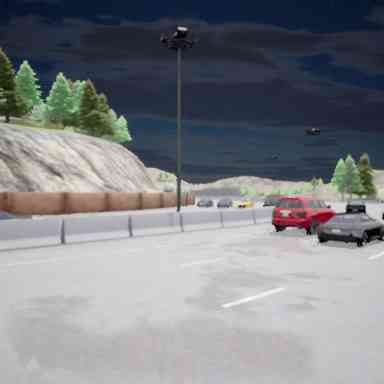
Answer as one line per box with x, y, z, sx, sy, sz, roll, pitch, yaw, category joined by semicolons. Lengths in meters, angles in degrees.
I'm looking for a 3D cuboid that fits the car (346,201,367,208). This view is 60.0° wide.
17.694;1.694;35.883;1.882;1.535;5.008;0;0;28;car

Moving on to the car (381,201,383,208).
18.822;1.411;30.658;2.150;2.045;5.566;0;0;30;car

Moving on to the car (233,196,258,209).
7.850;1.750;48.293;1.882;1.535;5.008;0;0;21;car

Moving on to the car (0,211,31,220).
-11.312;1.630;17.530;5.357;1.411;2.033;0;0;-37;car

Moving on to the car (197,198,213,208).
2.226;1.786;53.244;2.128;1.511;4.902;0;-1;19;car

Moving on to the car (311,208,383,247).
7.611;1.659;15.731;1.994;1.385;4.181;0;0;44;car

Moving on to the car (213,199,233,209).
5.152;1.788;50.997;1.837;1.490;4.892;0;0;20;car

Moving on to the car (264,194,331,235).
6.841;1.339;19.978;2.150;2.045;5.566;0;0;42;car

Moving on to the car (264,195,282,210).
12.143;1.507;49.675;2.150;2.045;5.566;0;0;19;car
